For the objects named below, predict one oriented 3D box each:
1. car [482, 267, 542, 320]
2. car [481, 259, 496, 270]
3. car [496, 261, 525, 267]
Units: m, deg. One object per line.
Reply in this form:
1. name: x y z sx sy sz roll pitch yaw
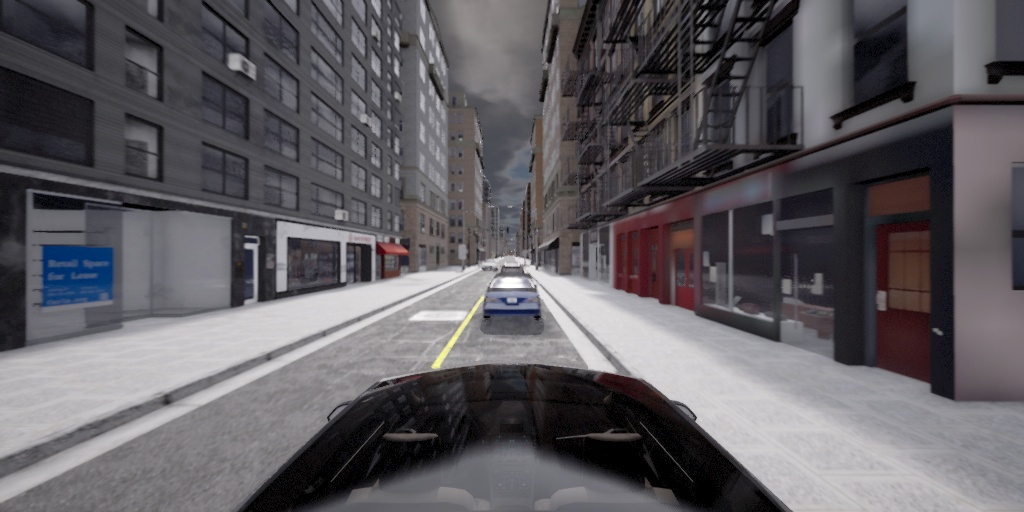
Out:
1. car: 0.021 1.273 12.502 2.033 1.411 5.357 0 0 1
2. car: -2.821 1.156 45.733 1.812 1.442 4.674 0 0 0
3. car: 0.033 1.172 29.691 2.128 1.511 4.902 0 0 0
